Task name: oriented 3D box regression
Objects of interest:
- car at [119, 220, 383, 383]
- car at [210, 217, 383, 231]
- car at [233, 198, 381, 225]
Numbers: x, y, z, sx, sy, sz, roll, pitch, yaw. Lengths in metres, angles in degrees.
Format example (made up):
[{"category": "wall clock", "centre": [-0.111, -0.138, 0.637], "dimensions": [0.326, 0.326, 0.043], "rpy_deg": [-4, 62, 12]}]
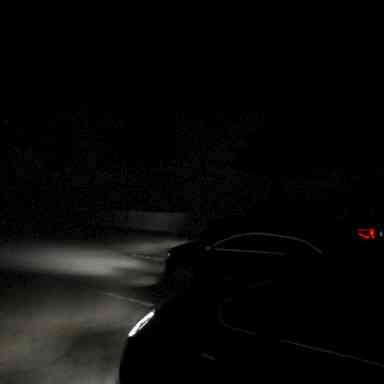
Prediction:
[{"category": "car", "centre": [1.473, 1.353, 2.941], "dimensions": [4.553, 1.767, 2.097], "rpy_deg": [0, 0, 35]}, {"category": "car", "centre": [1.562, 1.489, 7.177], "dimensions": [4.902, 1.511, 2.128], "rpy_deg": [0, 0, 35]}, {"category": "car", "centre": [2.905, 1.219, 10.518], "dimensions": [5.566, 2.045, 2.150], "rpy_deg": [0, 0, 35]}]
